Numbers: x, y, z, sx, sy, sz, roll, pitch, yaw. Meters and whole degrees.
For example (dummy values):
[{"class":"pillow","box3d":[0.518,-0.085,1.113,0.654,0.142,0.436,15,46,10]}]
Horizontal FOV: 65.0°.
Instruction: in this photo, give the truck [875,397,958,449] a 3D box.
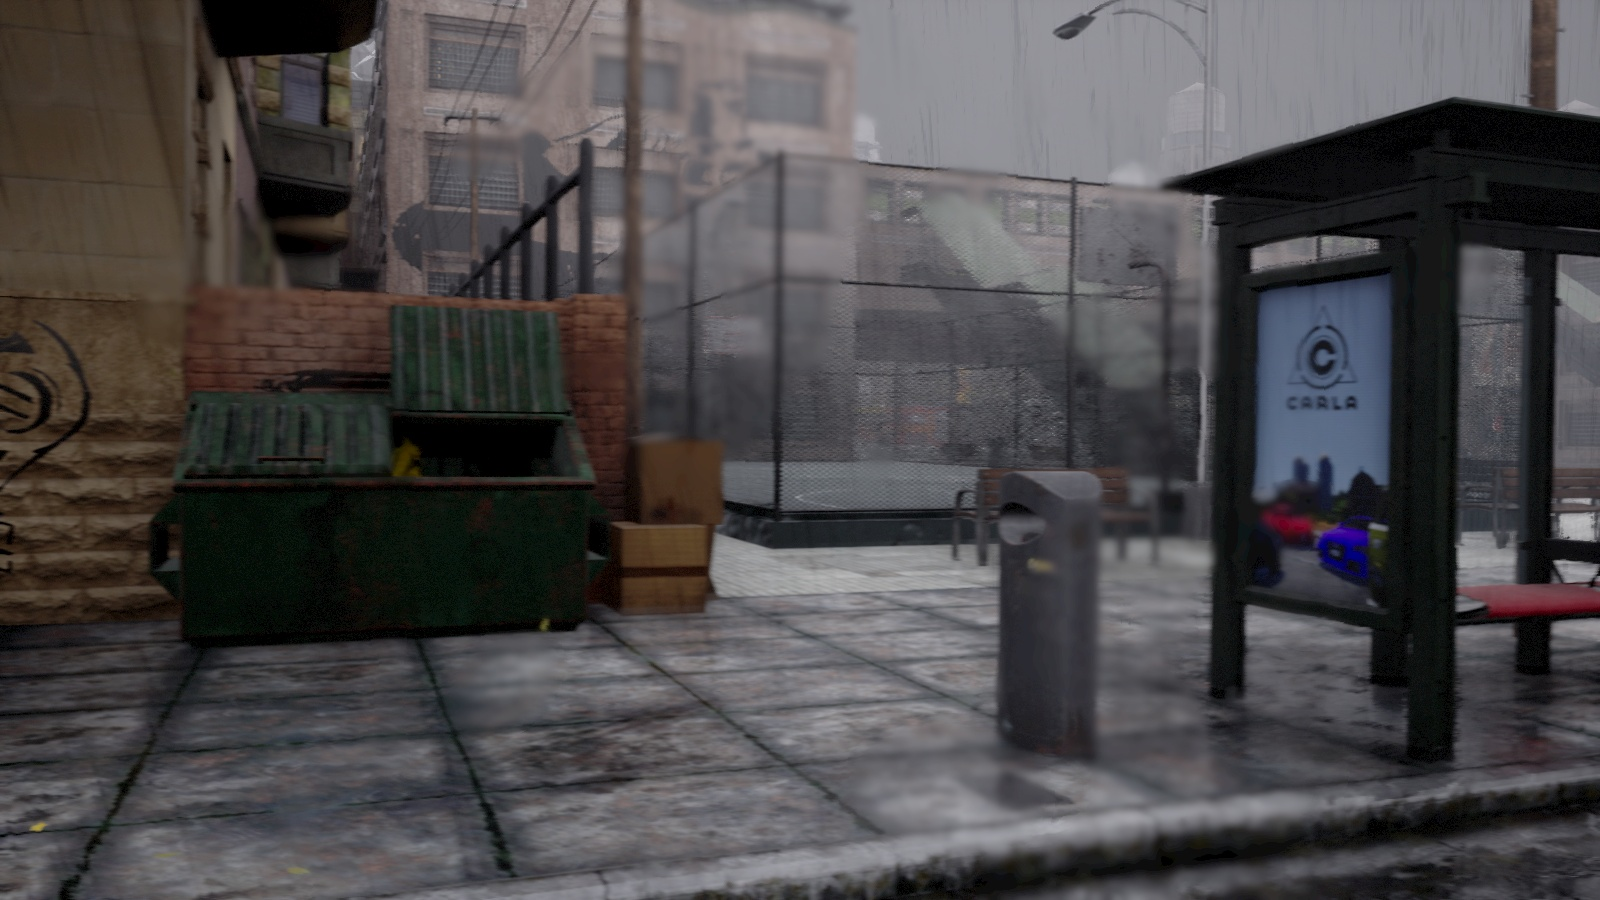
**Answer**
[{"class":"truck","box3d":[8.812,-2.026,96.118,2.891,3.827,8.468,-1,1,-20]}]
